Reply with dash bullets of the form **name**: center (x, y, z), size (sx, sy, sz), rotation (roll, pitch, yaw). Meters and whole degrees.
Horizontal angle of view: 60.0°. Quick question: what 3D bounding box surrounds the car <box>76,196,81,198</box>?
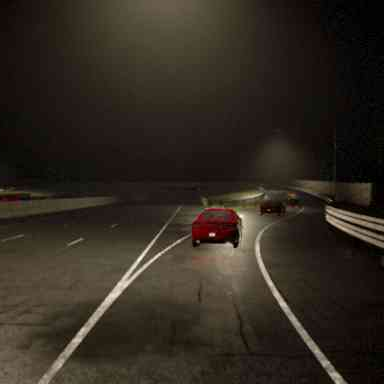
- **car**: center (-24.492, 1.591, 69.438), size (1.837, 1.490, 4.892), rotation (0, 0, 0)

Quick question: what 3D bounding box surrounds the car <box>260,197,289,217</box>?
- **car**: center (8.097, 1.563, 33.100), size (1.882, 1.535, 5.008), rotation (0, 0, 24)

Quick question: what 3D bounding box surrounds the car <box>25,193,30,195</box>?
- **car**: center (-28.019, 1.259, 53.837), size (2.150, 2.045, 5.566), rotation (0, 0, 1)

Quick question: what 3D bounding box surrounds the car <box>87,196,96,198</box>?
- **car**: center (-20.992, 1.588, 69.381), size (1.837, 1.490, 4.892), rotation (0, 0, 0)

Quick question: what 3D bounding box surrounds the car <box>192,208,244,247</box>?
- **car**: center (1.285, 1.478, 15.151), size (1.882, 1.535, 5.008), rotation (-1, 0, 12)

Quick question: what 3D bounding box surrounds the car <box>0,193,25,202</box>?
- **car**: center (-21.081, 1.225, 36.461), size (2.150, 2.045, 5.566), rotation (0, 0, 0)

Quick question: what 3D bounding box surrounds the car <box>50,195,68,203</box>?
- **car**: center (-27.992, 1.441, 70.181), size (2.097, 1.767, 4.553), rotation (0, 0, 0)

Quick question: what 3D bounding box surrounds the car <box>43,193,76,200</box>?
- **car**: center (-21.035, 1.251, 53.207), size (2.150, 2.045, 5.566), rotation (0, 1, 1)

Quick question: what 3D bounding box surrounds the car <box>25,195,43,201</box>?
- **car**: center (-24.539, 1.561, 53.005), size (1.812, 1.442, 4.674), rotation (0, 0, 1)

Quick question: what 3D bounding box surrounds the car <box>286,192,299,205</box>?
- **car**: center (17.494, 1.326, 57.702), size (2.128, 1.511, 4.902), rotation (0, 2, 17)
